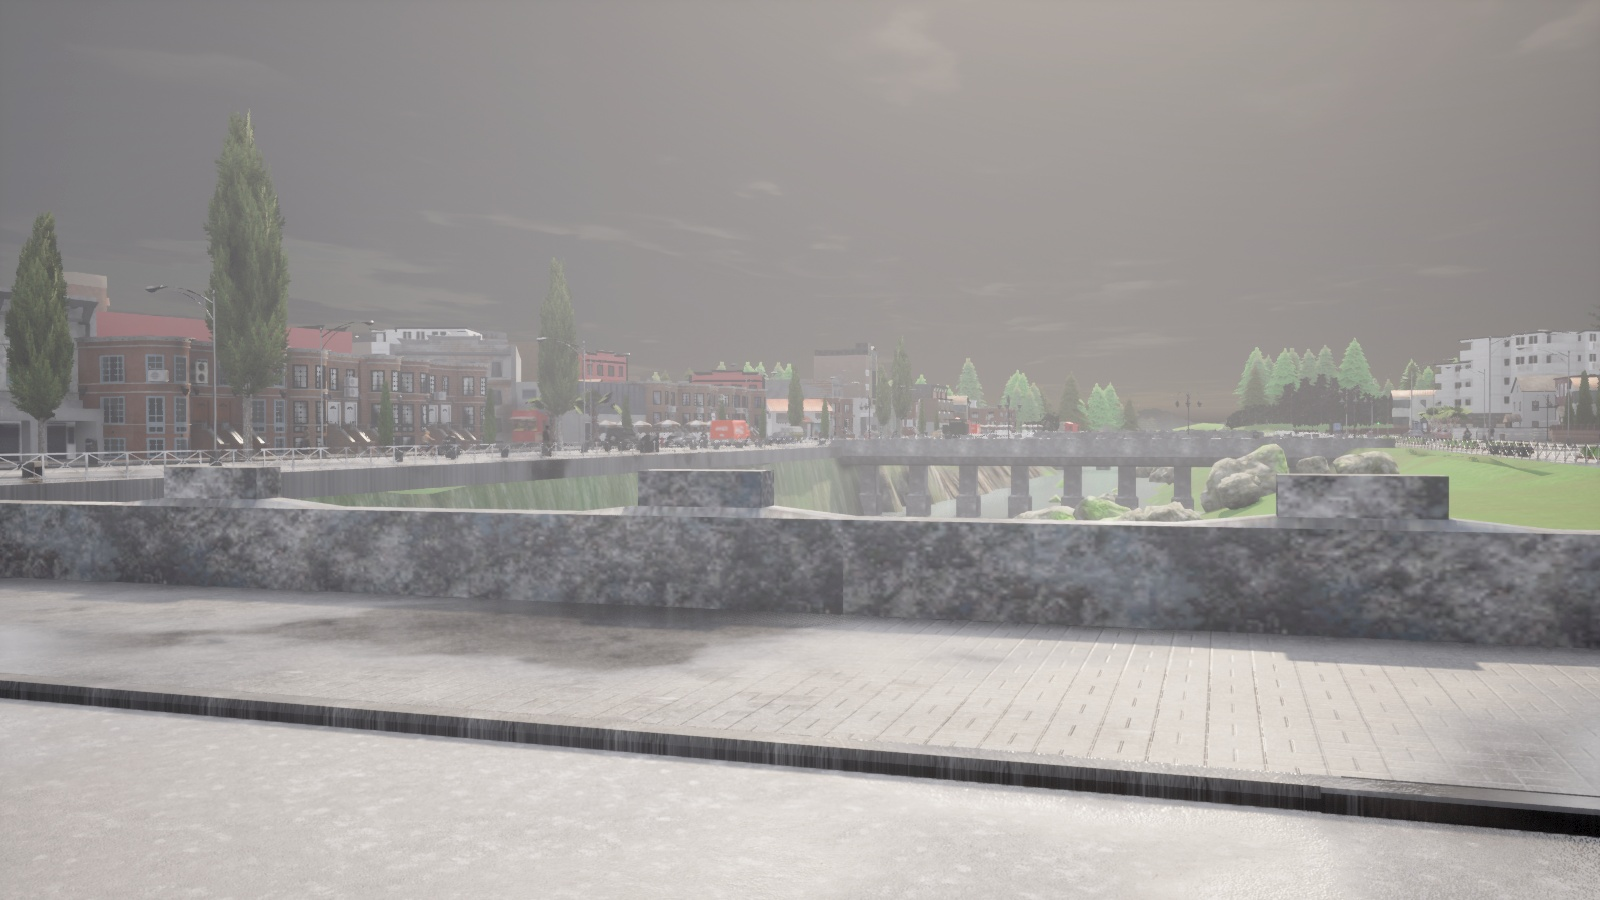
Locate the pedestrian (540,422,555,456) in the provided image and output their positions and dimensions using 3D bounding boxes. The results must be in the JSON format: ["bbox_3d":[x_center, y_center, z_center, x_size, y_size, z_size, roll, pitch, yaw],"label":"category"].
[{"bbox_3d":[-13.694,-0.605,68.052,0.431,1.840,0.703,1,1,32],"label":"pedestrian"}]

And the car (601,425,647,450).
[{"bbox_3d":[-13.250,-0.944,94.734,1.905,1.878,3.866,1,1,19],"label":"car"}]

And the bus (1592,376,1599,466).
[{"bbox_3d":[38.509,-1.288,55.146,3.944,4.253,10.273,1,1,19],"label":"bus"}]
